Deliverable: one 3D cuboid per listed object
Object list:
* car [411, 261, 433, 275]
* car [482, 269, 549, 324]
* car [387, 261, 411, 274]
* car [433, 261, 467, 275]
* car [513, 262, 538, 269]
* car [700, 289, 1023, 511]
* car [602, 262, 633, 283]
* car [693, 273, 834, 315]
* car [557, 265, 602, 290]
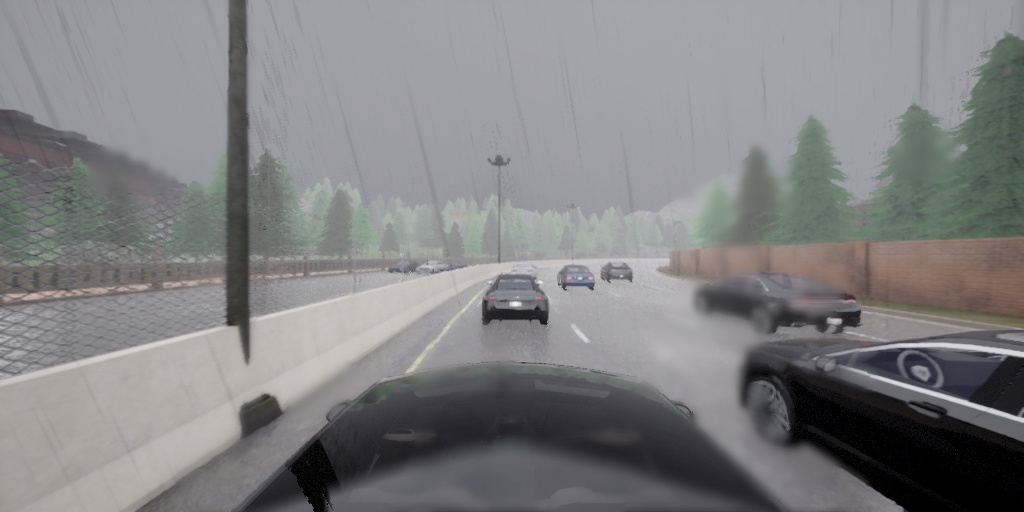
[{"bbox_3d":[-8.317,1.211,37.375,1.812,1.442,4.674,0,0,12],"label":"car"},{"bbox_3d":[0.098,1.296,11.914,1.994,1.385,4.181,0,0,0],"label":"car"},{"bbox_3d":[-11.498,1.229,39.351,2.033,1.411,5.357,0,0,12],"label":"car"},{"bbox_3d":[-5.474,1.293,33.932,1.895,1.301,4.718,0,0,10],"label":"car"},{"bbox_3d":[0.999,1.228,28.358,1.812,1.442,4.674,0,0,7],"label":"car"},{"bbox_3d":[3.597,1.242,2.310,2.128,1.511,4.902,0,0,0],"label":"car"},{"bbox_3d":[7.915,1.196,27.321,2.128,1.511,4.902,0,0,7],"label":"car"},{"bbox_3d":[7.098,1.227,10.313,2.128,1.511,4.902,0,0,0],"label":"car"},{"bbox_3d":[3.852,1.261,22.052,2.033,1.411,5.357,0,0,3],"label":"car"}]
